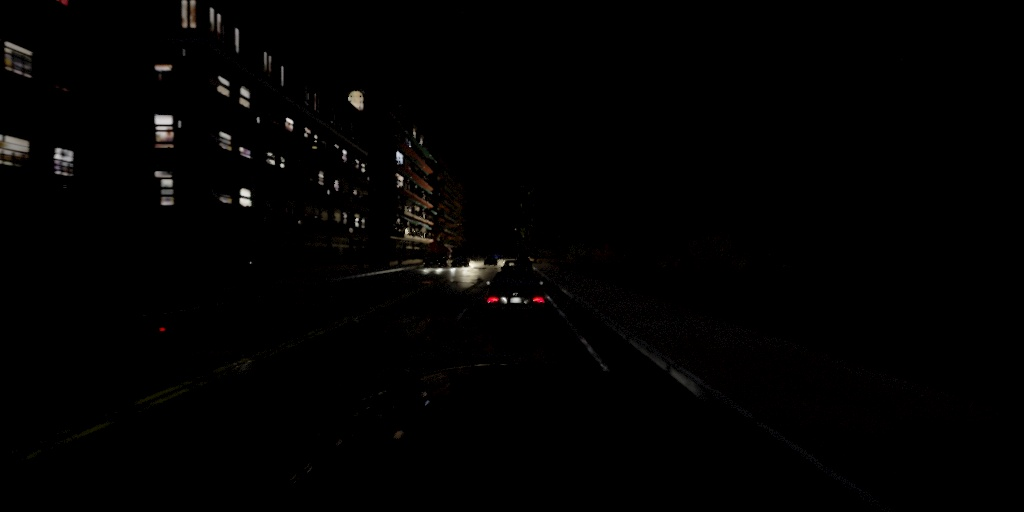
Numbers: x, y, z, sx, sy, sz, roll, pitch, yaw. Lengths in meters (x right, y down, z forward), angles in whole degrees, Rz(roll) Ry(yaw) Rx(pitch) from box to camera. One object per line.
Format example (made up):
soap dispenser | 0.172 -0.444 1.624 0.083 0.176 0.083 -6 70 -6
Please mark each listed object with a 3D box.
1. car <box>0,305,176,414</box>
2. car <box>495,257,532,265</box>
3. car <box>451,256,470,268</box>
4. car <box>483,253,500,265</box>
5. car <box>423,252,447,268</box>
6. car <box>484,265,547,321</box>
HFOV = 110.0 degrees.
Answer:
car | -6.602 1.276 3.605 2.033 1.411 5.357 0 1 0
car | 0.090 1.023 25.730 2.033 1.411 5.357 0 1 0
car | -6.595 0.768 45.917 1.812 1.442 4.674 0 1 0
car | -3.268 0.703 54.813 1.994 1.385 4.181 0 1 0
car | -9.841 0.460 46.483 2.150 2.045 5.566 0 0 0
car | 0.096 1.181 11.891 2.033 1.411 5.357 0 1 0
